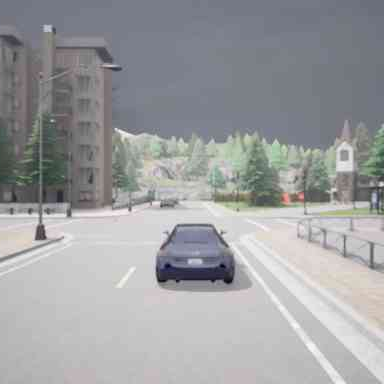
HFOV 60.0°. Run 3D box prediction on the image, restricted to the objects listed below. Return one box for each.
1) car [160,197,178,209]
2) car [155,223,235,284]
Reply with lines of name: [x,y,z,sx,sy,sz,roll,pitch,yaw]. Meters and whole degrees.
car: [-3.569,1.687,48.506,1.994,1.385,4.181,0,0,0]
car: [0.077,1.588,9.685,1.994,1.385,4.181,0,0,0]
